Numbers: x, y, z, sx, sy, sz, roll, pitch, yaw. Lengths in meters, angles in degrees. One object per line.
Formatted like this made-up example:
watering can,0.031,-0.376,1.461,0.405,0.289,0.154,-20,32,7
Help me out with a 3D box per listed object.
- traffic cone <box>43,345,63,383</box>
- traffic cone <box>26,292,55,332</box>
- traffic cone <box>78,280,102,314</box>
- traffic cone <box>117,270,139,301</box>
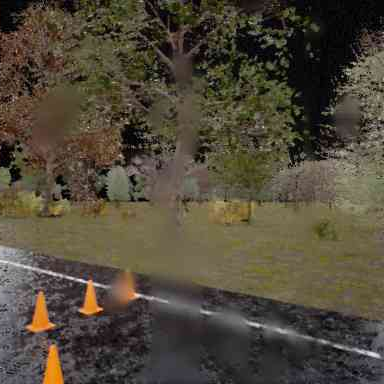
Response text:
traffic cone,-1.530,1.980,3.656,0.340,0.580,0.340,0,-1,36
traffic cone,-2.561,1.991,5.640,0.340,0.580,0.340,0,-1,36
traffic cone,-1.974,1.999,6.449,0.340,0.580,0.340,0,-1,36
traffic cone,-1.387,2.007,7.258,0.340,0.580,0.340,0,-1,36
